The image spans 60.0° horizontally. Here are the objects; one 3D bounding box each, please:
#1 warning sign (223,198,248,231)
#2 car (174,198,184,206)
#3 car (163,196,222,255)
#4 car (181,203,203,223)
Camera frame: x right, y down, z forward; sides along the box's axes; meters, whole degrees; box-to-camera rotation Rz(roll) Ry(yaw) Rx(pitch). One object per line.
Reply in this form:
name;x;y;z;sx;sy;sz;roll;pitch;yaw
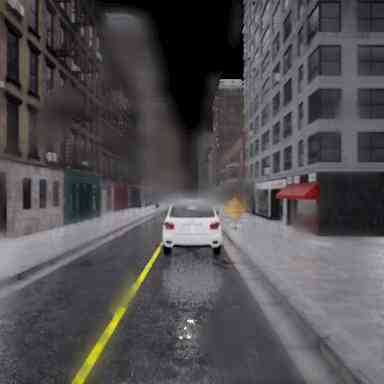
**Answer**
warning sign;2.529;1.298;19.366;1.300;1.860;1.060;0;0;0
car;-2.723;2.168;70.980;2.128;1.511;4.902;0;0;0
car;0.007;1.349;14.033;2.150;2.045;5.566;0;0;0
car;0.016;1.803;29.392;1.812;1.442;4.674;0;0;0
